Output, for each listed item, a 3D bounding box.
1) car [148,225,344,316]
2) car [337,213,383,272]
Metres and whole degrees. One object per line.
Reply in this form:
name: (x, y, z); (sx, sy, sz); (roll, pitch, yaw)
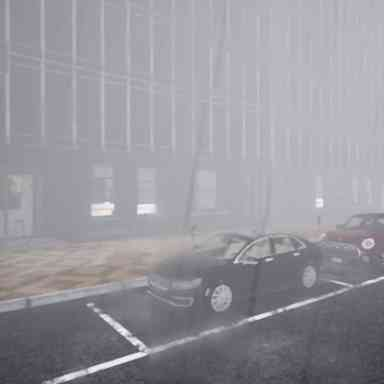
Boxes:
car: (1.147, 1.543, 7.379); (4.403, 1.369, 2.008); (0, 0, -36)
car: (5.782, 1.420, 10.685); (4.097, 1.590, 1.967); (0, 0, -36)
